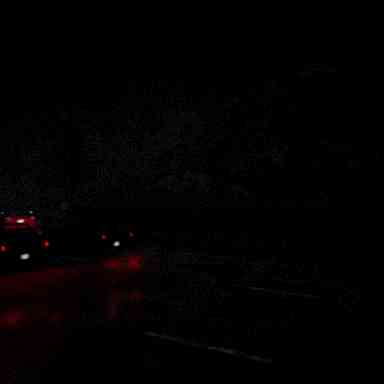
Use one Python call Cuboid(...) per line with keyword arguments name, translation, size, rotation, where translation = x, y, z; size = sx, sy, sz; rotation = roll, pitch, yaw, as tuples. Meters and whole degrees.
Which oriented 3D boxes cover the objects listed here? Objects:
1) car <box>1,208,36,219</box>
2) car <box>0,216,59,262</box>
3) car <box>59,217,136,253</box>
Cuboid(name="car", translation=(-11.824, 1.801, 22.546), size=(1.994, 1.385, 4.181), rotation=(0, 0, -34))
Cuboid(name="car", translation=(-6.878, 1.729, 11.777), size=(4.718, 1.301, 1.895), rotation=(0, -1, 40))
Cuboid(name="car", translation=(-4.639, 1.756, 14.467), size=(4.718, 1.301, 1.895), rotation=(0, -1, 40))
